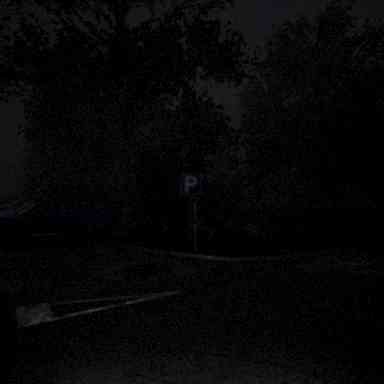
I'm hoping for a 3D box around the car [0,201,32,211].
[{"bbox_3d":[-26.164,2.006,48.832,4.674,1.452,2.002,1,-1,-30],"label":"car"}]

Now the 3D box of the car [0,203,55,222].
[{"bbox_3d":[-14.930,1.771,29.596,4.792,1.488,2.163,1,-1,-30],"label":"car"}]

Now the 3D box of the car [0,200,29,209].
[{"bbox_3d":[-30.386,2.088,56.042,5.008,1.535,2.097,1,-2,-30],"label":"car"}]

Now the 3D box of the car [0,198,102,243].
[{"bbox_3d":[-7.880,1.379,17.592,5.566,2.045,2.435,1,-1,-30],"label":"car"}]

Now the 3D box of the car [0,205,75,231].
[{"bbox_3d":[-10.680,1.671,22.404,5.008,1.535,2.097,1,-1,-30],"label":"car"}]

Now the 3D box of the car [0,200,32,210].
[{"bbox_3d":[-27.568,2.003,51.240,5.008,1.535,2.097,1,-1,-30],"label":"car"}]

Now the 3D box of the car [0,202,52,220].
[{"bbox_3d":[-16.318,1.768,32.011,5.008,1.535,2.097,1,-1,-30],"label":"car"}]

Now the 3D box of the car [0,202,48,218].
[{"bbox_3d":[-17.884,1.788,34.323,5.366,1.575,1.946,1,-1,-30],"label":"car"}]

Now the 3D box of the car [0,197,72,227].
[{"bbox_3d":[-12.108,1.441,24.799,5.566,2.045,2.435,1,-1,-30],"label":"car"}]

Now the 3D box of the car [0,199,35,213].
[{"bbox_3d":[-23.380,1.775,44.012,4.553,1.767,2.185,1,-1,-30],"label":"car"}]

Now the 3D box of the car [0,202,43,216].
[{"bbox_3d":[-19.135,1.860,36.817,4.674,1.452,2.002,1,-1,-30],"label":"car"}]

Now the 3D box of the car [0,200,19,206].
[{"bbox_3d":[-44.751,2.662,80.633,4.674,1.452,2.002,1,-2,-30],"label":"car"}]

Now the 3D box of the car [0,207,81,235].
[{"bbox_3d":[-9.331,1.690,20.110,4.674,1.452,2.002,1,-1,-30],"label":"car"}]

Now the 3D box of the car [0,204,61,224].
[{"bbox_3d":[-13.470,1.746,27.224,4.792,1.488,2.163,1,-1,-30],"label":"car"}]

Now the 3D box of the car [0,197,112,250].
[{"bbox_3d":[-6.532,1.363,15.297,5.566,2.045,2.435,1,-1,-30],"label":"car"}]

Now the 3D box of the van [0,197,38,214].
[{"bbox_3d":[-21.848,1.648,41.688,4.442,1.987,1.878,1,-1,-30],"label":"van"}]
